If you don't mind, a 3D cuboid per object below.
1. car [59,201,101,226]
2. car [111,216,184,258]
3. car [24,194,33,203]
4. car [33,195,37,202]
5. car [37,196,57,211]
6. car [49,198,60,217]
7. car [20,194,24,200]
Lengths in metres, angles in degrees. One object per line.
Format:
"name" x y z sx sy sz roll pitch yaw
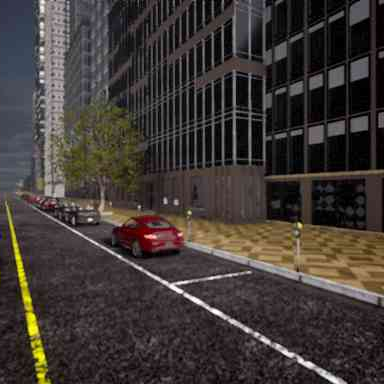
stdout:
"car" -7.351 1.458 22.371 2.008 1.369 4.403 0 0 -29
"car" -1.751 1.529 12.459 1.802 1.307 4.206 0 0 -29
"car" -29.752 1.241 62.020 1.887 1.381 4.507 0 0 -29
"car" -18.551 1.247 42.195 1.967 1.590 4.097 0 0 -29
"car" -15.751 1.274 37.239 1.967 1.590 4.097 0 0 -29
"car" -10.151 1.435 27.327 2.008 1.369 4.403 0 0 -29
"car" -38.152 1.168 76.888 1.947 1.339 4.313 0 0 -29
